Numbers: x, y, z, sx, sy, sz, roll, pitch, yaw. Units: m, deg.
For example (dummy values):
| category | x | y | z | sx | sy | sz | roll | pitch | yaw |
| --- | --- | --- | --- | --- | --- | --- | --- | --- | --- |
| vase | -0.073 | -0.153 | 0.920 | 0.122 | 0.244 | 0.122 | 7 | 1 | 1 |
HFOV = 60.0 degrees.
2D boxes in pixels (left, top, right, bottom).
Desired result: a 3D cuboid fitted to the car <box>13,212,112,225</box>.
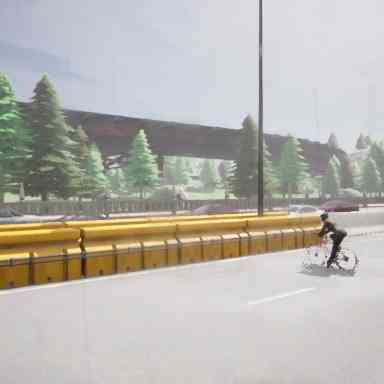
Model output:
| category | x | y | z | sx | sy | sz | roll | pitch | yaw |
| --- | --- | --- | --- | --- | --- | --- | --- | --- | --- |
| car | -4.676 | 1.564 | 13.450 | 4.181 | 1.385 | 1.994 | 0 | 0 | -33 |

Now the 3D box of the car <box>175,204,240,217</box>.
| category | x | y | z | sx | sy | sz | roll | pitch | yaw |
| --- | --- | --- | --- | --- | --- | --- | --- | --- | --- |
| car | 1.063 | 1.525 | 21.337 | 4.674 | 1.442 | 1.812 | 0 | 0 | -33 |

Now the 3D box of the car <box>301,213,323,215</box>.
| category | x | y | z | sx | sy | sz | roll | pitch | yaw |
| --- | --- | --- | --- | --- | --- | --- | --- | --- | --- |
| car | 6.432 | 1.526 | 20.614 | 4.674 | 1.442 | 1.812 | -1 | 0 | -33 |

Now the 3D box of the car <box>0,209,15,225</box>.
| category | x | y | z | sx | sy | sz | roll | pitch | yaw |
| --- | --- | --- | --- | --- | --- | --- | --- | --- | --- |
| car | -10.726 | 1.601 | 17.873 | 4.718 | 1.301 | 1.895 | 0 | 0 | -33 |

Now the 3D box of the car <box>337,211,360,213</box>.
| category | x | y | z | sx | sy | sz | roll | pitch | yaw |
| --- | --- | --- | --- | --- | --- | --- | --- | --- | --- |
| car | 12.281 | 1.478 | 28.489 | 5.008 | 1.535 | 1.882 | 0 | 0 | -33 |

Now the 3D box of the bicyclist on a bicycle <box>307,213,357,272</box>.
| category | x | y | z | sx | sy | sz | roll | pitch | yaw |
| --- | --- | --- | --- | --- | --- | --- | --- | --- | --- |
| bicyclist on a bicycle | 4.061 | 1.455 | 9.781 | 0.582 | 1.620 | 1.656 | 0 | -2 | -33 |
